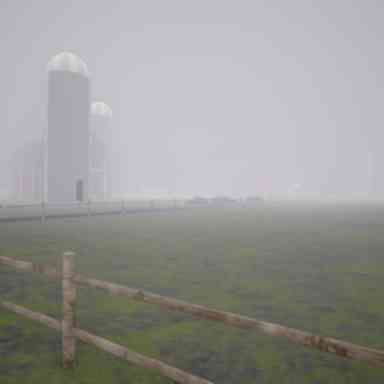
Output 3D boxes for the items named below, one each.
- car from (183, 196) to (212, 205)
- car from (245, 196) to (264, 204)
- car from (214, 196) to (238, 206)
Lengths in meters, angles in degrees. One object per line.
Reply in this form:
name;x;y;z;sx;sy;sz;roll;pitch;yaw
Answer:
car;0.557;1.276;48.414;1.994;1.385;4.181;1;1;36
car;11.007;1.303;58.160;1.994;1.385;4.181;1;1;36
car;4.890;1.297;49.547;2.033;1.411;5.357;1;1;36
